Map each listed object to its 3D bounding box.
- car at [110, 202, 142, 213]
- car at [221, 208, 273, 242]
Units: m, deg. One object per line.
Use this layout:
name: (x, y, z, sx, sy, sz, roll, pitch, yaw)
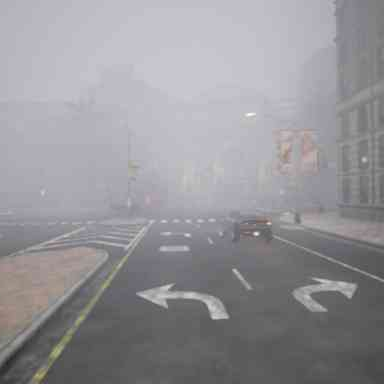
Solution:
car: (-8.867, 2.034, 44.342, 4.718, 1.301, 1.895, -1, -1, 41)
car: (2.672, 1.592, 16.885, 1.837, 1.490, 4.892, -1, 0, -3)
